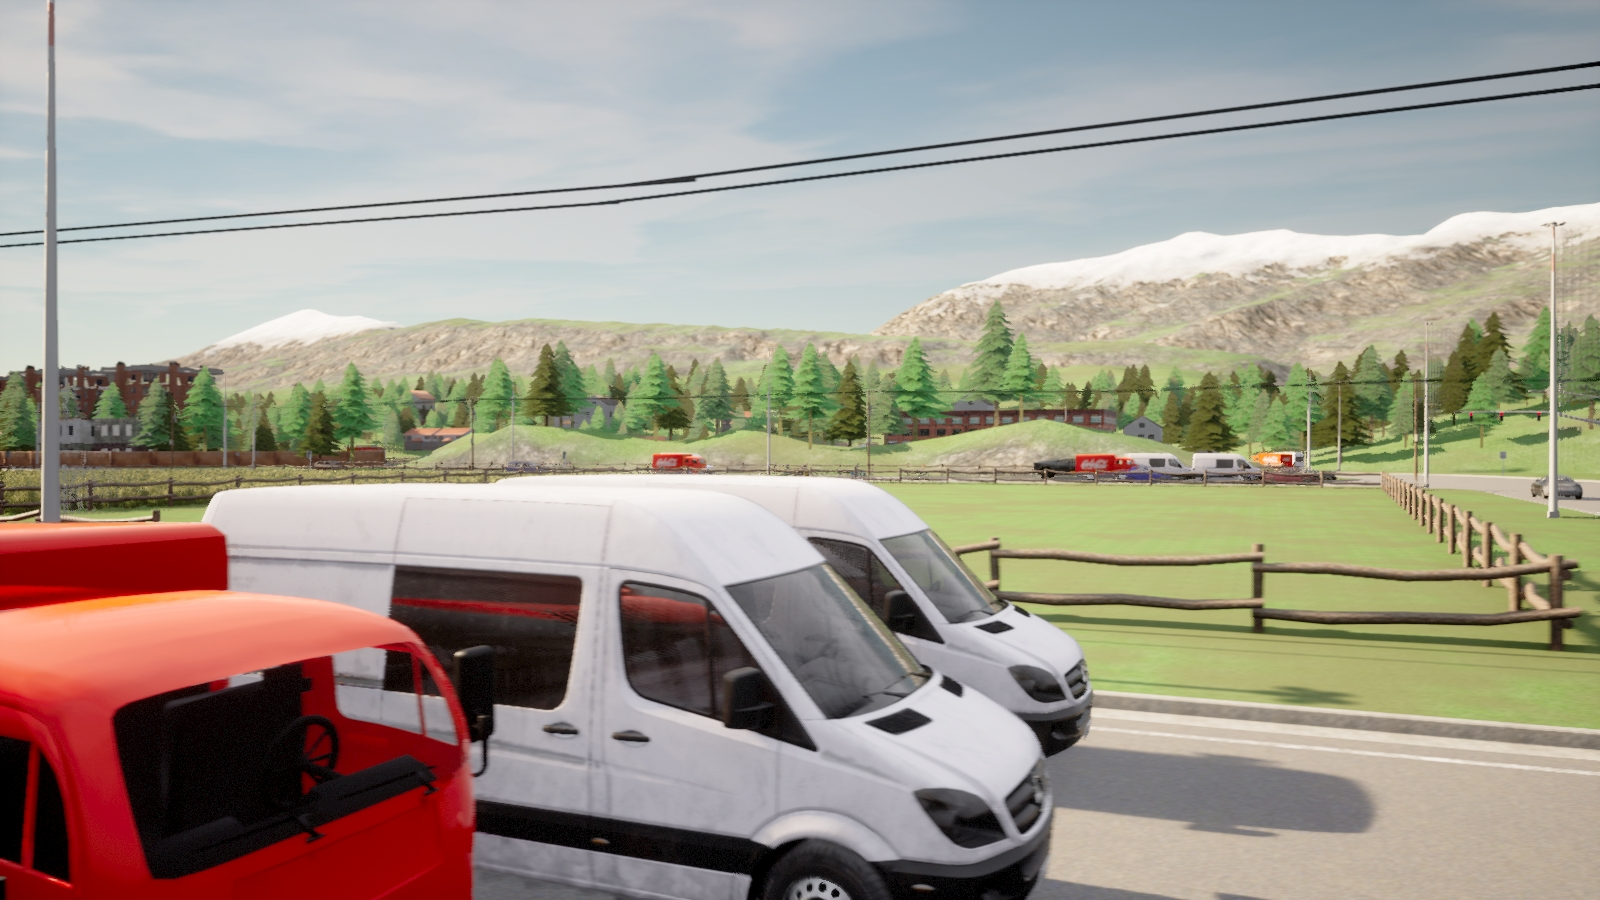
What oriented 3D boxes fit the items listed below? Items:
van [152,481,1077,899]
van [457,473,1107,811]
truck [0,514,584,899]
[{"bbox_3d":[-1.323,1.537,7.612,5.915,2.561,1.988,0,0,22],"label":"van"},{"bbox_3d":[-0.233,1.538,10.950,5.915,2.561,1.988,0,0,22],"label":"van"},{"bbox_3d":[-3.885,1.584,4.941,5.204,2.467,2.627,-1,0,23],"label":"truck"}]
